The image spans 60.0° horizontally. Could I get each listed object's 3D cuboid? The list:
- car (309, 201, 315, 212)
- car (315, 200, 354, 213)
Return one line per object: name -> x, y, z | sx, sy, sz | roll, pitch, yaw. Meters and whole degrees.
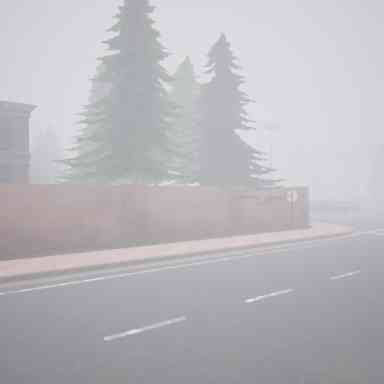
car -> 10.572, 1.505, 36.562 | 1.837, 1.490, 4.892 | 0, 0, -35
car -> 14.833, 1.547, 36.600 | 2.033, 1.411, 5.357 | 0, 0, -35
